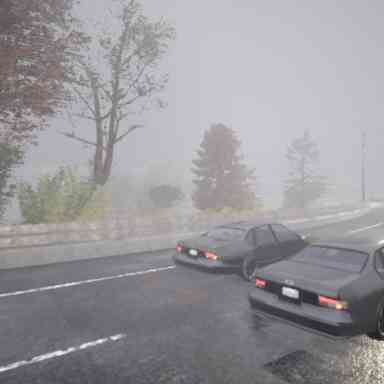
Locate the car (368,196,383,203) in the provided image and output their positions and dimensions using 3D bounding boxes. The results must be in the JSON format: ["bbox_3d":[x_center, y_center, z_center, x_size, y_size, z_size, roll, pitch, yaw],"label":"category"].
[{"bbox_3d":[37.621,1.488,68.289,2.128,1.511,4.902,0,0,10],"label":"car"}]

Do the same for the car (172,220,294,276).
[{"bbox_3d":[1.958,1.576,10.020,5.357,1.411,2.033,0,0,-40],"label":"car"}]

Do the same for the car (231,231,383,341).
[{"bbox_3d":[3.447,1.563,6.570,5.357,1.411,2.033,0,0,-38],"label":"car"}]
